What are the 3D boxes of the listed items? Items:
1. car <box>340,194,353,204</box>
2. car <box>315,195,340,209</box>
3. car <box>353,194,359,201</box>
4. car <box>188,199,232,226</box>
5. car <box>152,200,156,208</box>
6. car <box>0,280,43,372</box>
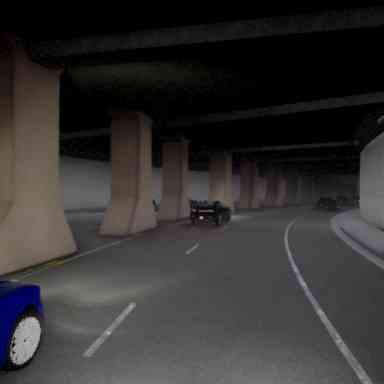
[{"bbox_3d":[26.919,1.337,59.423,1.837,1.490,4.892,1,0,34],"label":"car"},{"bbox_3d":[17.144,1.387,42.617,1.812,1.442,4.674,1,0,34],"label":"car"},{"bbox_3d":[35.363,1.239,71.822,2.128,1.511,4.902,1,0,34],"label":"car"},{"bbox_3d":[1.371,1.346,22.507,2.128,1.511,4.902,1,0,19],"label":"car"},{"bbox_3d":[-5.520,1.217,33.831,1.837,1.490,4.892,1,0,25],"label":"car"},{"bbox_3d":[-3.098,1.430,2.608,1.882,1.535,5.008,0,0,4],"label":"car"}]
